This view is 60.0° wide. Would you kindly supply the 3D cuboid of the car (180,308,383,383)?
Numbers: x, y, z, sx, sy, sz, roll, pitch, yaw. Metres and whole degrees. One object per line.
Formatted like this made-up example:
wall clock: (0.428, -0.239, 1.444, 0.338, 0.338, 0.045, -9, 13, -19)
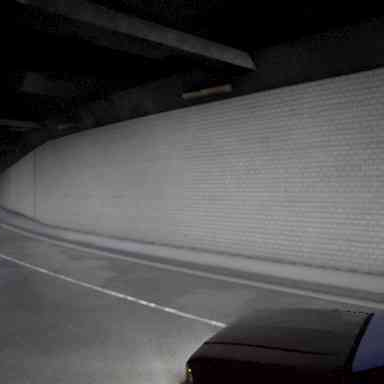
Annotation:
car: (2.473, 1.549, 2.211, 5.357, 1.411, 2.033, 0, 0, 35)
